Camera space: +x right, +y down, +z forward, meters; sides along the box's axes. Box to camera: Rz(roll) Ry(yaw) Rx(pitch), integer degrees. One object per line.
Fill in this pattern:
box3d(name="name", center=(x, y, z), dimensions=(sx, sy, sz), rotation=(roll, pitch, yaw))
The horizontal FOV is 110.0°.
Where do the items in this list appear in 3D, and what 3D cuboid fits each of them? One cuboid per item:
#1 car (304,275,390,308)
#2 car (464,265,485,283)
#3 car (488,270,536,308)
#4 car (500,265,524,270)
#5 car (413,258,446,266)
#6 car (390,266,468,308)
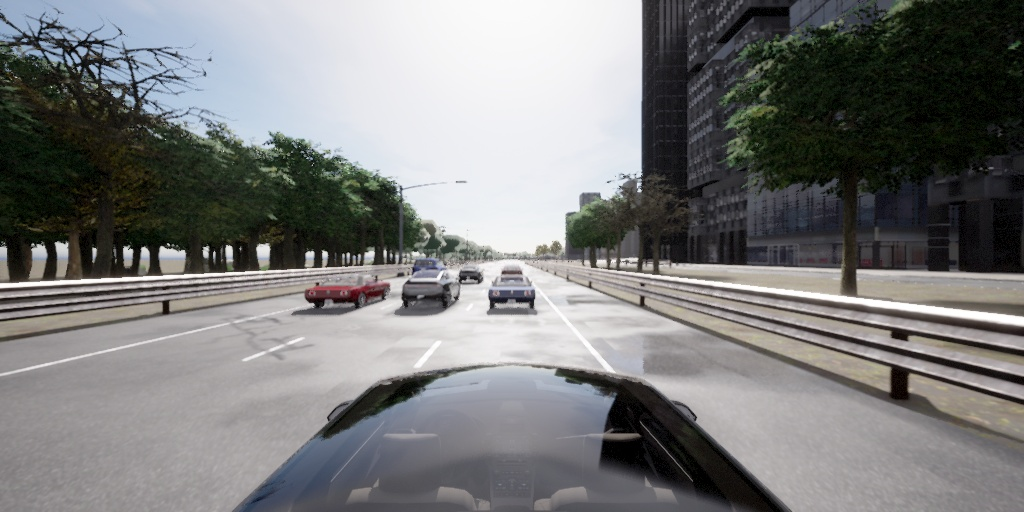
box3d(name="car", center=(-7.001, 1.481, 15.945), dimensions=(1.895, 1.301, 4.718), rotation=(0, 0, 0))
box3d(name="car", center=(-3.501, 1.524, 31.150), dimensions=(1.837, 1.490, 4.892), rotation=(0, 0, 0))
box3d(name="car", center=(0.000, 1.481, 15.952), dimensions=(1.895, 1.301, 4.718), rotation=(0, 0, 0))
box3d(name="car", center=(0.001, 1.494, 31.318), dimensions=(1.882, 1.535, 5.008), rotation=(0, 0, 0))
box3d(name="car", center=(-7.005, 1.230, 30.865), dimensions=(2.150, 2.045, 5.566), rotation=(0, 0, 0))
box3d(name="car", center=(-3.498, 1.375, 16.143), dimensions=(2.128, 1.511, 4.902), rotation=(0, 0, 0))
